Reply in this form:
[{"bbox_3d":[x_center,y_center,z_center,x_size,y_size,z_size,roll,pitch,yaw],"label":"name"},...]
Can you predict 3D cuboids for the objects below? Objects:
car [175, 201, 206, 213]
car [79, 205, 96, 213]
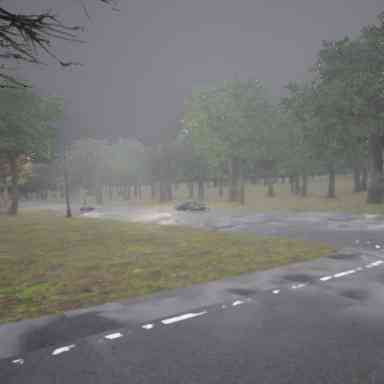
[{"bbox_3d":[-0.274,2.016,45.753,2.033,1.411,5.357,-4,1,-36],"label":"car"},{"bbox_3d":[-18.872,3.021,60.061,1.895,1.301,4.718,-4,1,-31],"label":"car"}]
